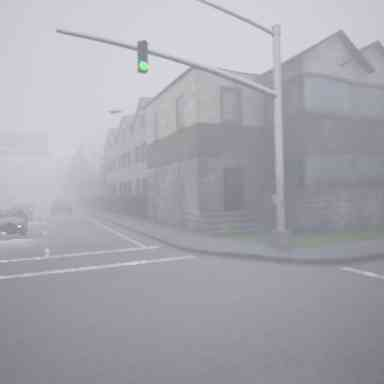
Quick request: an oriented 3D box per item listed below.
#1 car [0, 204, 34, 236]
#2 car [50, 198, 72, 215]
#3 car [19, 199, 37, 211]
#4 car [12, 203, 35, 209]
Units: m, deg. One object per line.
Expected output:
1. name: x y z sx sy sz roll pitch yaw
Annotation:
1. car: -10.321 1.664 18.786 2.033 1.411 5.357 -1 0 -24
2. car: -14.994 1.599 38.054 2.097 1.767 4.553 -1 0 -24
3. car: -21.070 1.636 42.749 1.895 1.301 4.718 -1 0 -24
4. car: -14.841 1.736 28.806 1.837 1.490 4.892 -1 0 -24
